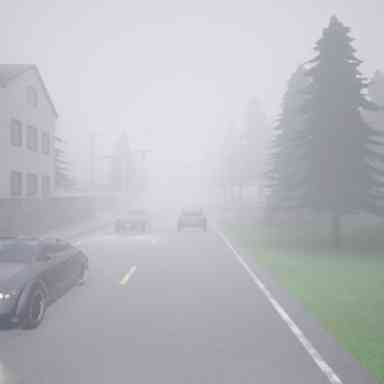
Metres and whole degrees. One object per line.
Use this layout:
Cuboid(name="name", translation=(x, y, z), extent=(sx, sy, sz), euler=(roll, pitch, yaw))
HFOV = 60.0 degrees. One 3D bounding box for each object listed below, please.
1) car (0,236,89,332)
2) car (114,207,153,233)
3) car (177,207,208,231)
Cuboid(name="car", translation=(-3.618, 1.634, 6.893), extent=(1.994, 1.385, 4.181), euler=(0, -1, 0))
Cuboid(name="car", translation=(-3.609, 1.718, 21.161), extent=(1.837, 1.490, 4.892), euler=(0, -1, 0))
Cuboid(name="car", translation=(0.006, 1.711, 22.082), extent=(2.128, 1.511, 4.902), euler=(0, -1, 0))
